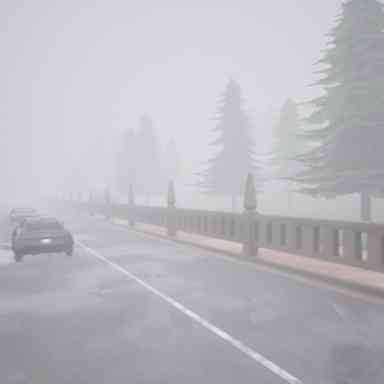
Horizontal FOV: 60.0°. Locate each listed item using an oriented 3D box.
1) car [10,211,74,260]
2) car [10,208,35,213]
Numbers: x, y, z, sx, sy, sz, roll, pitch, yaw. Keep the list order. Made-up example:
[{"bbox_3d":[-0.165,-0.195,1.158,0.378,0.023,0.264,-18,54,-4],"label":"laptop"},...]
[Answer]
[{"bbox_3d":[-6.063,1.693,13.344,1.994,1.385,4.181,0,0,-29],"label":"car"},{"bbox_3d":[-13.220,1.867,26.104,1.895,1.301,4.718,0,0,-29],"label":"car"}]
